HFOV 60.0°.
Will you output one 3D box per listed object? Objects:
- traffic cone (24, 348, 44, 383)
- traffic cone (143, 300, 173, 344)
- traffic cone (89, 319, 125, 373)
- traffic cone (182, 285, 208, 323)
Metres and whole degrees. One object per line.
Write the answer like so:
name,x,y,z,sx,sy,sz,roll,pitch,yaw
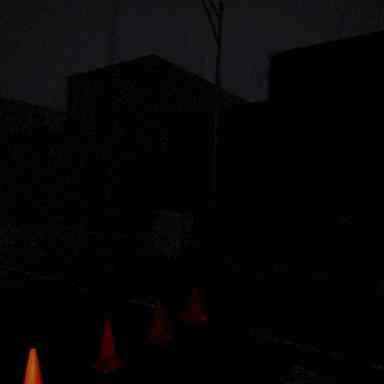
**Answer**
traffic cone,-1.696,1.967,3.554,0.340,0.580,0.340,0,0,36
traffic cone,-0.531,1.974,5.178,0.340,0.580,0.340,0,0,36
traffic cone,-1.113,1.970,4.369,0.340,0.580,0.340,0,0,36
traffic cone,0.052,1.977,5.990,0.340,0.580,0.340,0,0,36
